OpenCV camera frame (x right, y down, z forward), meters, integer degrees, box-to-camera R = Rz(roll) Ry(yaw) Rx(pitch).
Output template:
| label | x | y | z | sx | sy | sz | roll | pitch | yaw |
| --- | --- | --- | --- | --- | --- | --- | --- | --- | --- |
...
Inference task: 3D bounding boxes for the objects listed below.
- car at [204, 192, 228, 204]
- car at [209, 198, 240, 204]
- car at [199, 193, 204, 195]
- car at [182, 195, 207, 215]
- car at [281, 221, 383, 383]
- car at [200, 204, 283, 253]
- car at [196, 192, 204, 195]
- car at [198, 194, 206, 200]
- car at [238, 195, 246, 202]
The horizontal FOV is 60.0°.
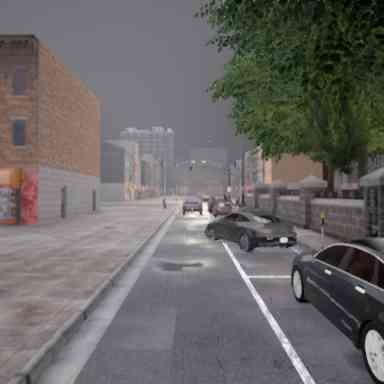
| label | x | y | z | sx | sy | sz | roll | pitch | yaw |
| --- | --- | --- | --- | --- | --- | --- | --- | --- | --- |
| car | 2.617 | 1.143 | 33.067 | 2.192 | 1.841 | 5.009 | 1 | 0 | 0 |
| car | 2.619 | 1.434 | 27.619 | 1.802 | 1.307 | 4.206 | 1 | 0 | 0 |
| car | 2.588 | 1.279 | 59.498 | 1.887 | 1.381 | 4.507 | 1 | 0 | 0 |
| car | 0.047 | 1.323 | 31.956 | 2.128 | 1.511 | 4.902 | 0 | 0 | 0 |
| car | 3.015 | 1.472 | 5.200 | 1.837 | 1.490 | 4.892 | 0 | 0 | 0 |
| car | 2.235 | 1.448 | 13.452 | 1.812 | 1.442 | 4.674 | 0 | 0 | -22 |
| car | 2.572 | 1.238 | 75.810 | 1.887 | 1.381 | 4.507 | 1 | 0 | 0 |
| car | 2.561 | 1.255 | 86.685 | 1.802 | 1.307 | 4.206 | 0 | 0 | 0 |
| car | 8.202 | 1.127 | 43.895 | 4.553 | 1.767 | 2.097 | 0 | 0 | -9 |
